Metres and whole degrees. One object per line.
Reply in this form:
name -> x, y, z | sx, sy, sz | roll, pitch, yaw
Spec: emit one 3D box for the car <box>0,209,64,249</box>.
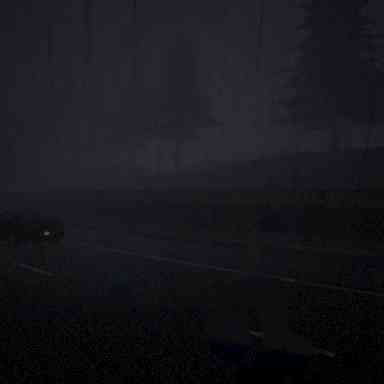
car -> -7.631, 1.495, 14.925 | 5.008, 1.535, 1.882 | 0, 0, 42
